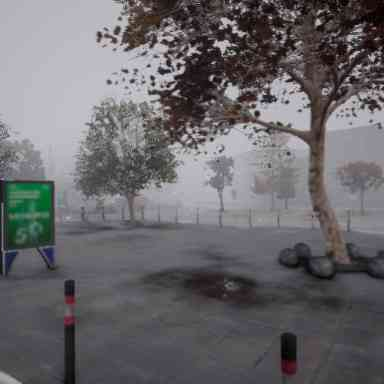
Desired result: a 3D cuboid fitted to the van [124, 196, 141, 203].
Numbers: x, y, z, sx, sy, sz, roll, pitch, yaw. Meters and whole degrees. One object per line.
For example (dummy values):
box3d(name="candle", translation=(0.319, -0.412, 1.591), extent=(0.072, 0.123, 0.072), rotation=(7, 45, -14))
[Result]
box3d(name="van", translation=(-16.737, 2.035, 93.879), extent=(4.442, 1.987, 1.878), rotation=(0, -2, -17))

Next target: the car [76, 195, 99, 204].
box3d(name="car", translation=(-26.957, 1.953, 85.916), extent=(5.566, 2.045, 2.435), rotation=(0, -1, -18))

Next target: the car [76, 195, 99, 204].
box3d(name="car", translation=(-25.312, 1.818, 80.708), extent=(5.566, 2.045, 2.435), rotation=(0, -1, -18))

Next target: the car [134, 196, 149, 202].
box3d(name="car", translation=(-14.810, 1.826, 87.997), extent=(5.566, 2.045, 2.435), rotation=(0, -1, -17))

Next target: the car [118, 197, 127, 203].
box3d(name="car", translation=(-17.563, 2.020, 83.788), extent=(1.812, 1.442, 4.674), rotation=(0, -1, -18))

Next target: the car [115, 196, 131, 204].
box3d(name="car", translation=(-15.505, 1.897, 73.304), extent=(2.033, 1.411, 5.357), rotation=(-1, -1, 4))
